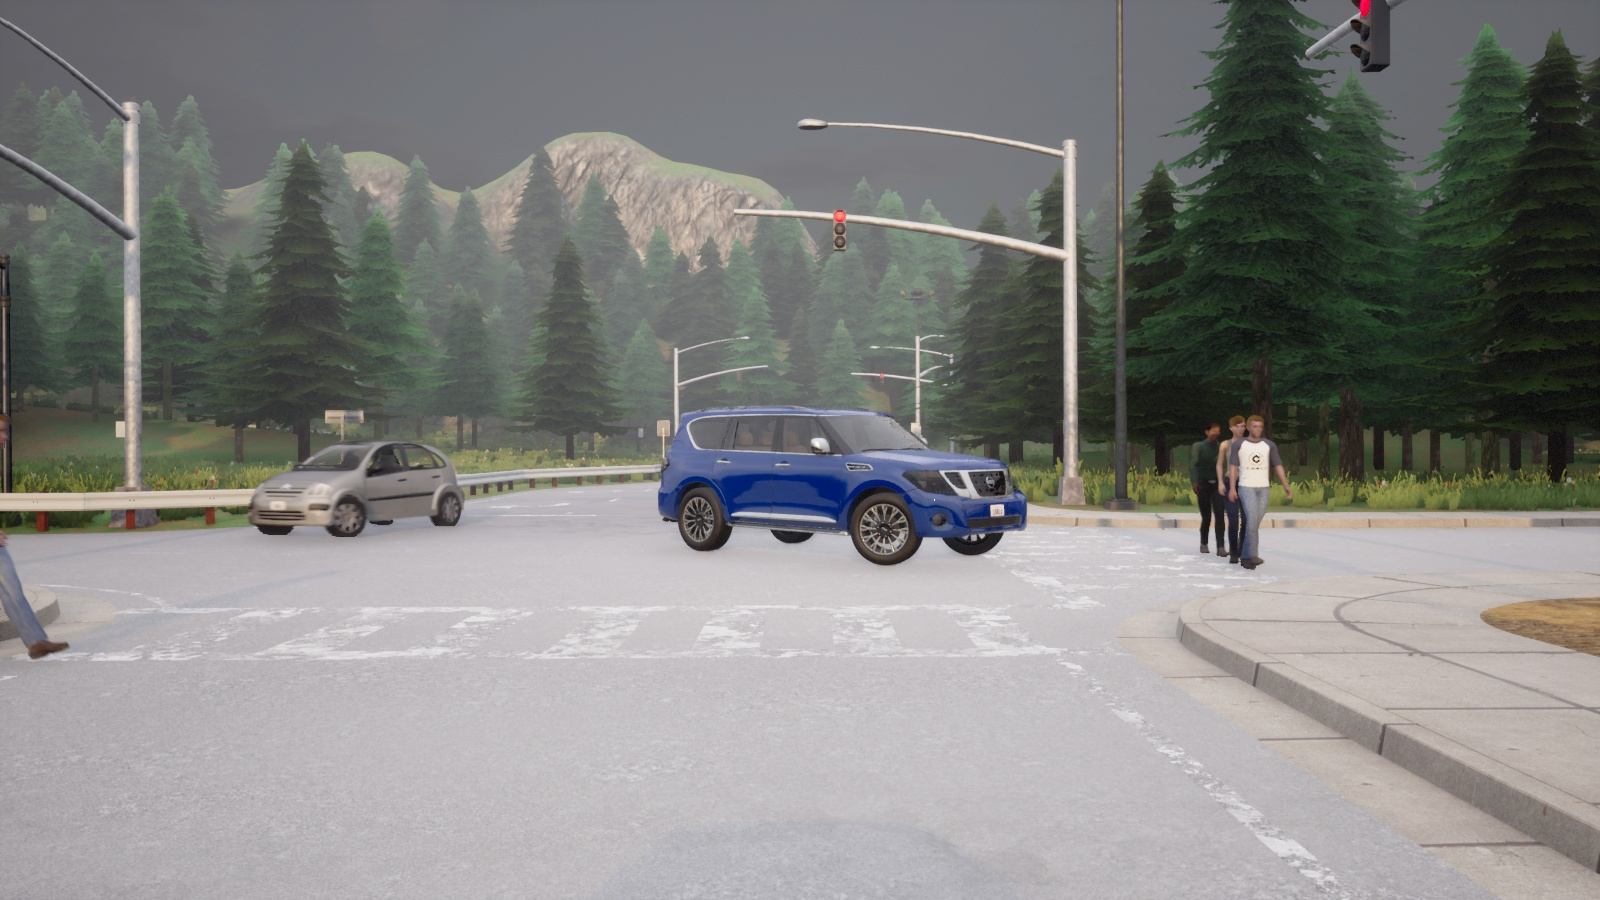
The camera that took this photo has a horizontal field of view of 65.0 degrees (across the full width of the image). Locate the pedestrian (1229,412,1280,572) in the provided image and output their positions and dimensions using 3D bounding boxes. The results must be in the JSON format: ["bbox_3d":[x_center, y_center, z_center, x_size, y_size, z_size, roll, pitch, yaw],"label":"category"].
[{"bbox_3d":[5.320,0.481,14.714,0.354,1.836,0.706,0,0,1],"label":"pedestrian"}]

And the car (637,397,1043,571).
[{"bbox_3d":[0.378,0.397,17.443,5.566,2.045,2.150,0,0,42],"label":"car"}]

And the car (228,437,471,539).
[{"bbox_3d":[-7.798,0.583,22.154,1.851,1.617,3.988,0,0,22],"label":"car"}]

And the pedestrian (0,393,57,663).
[{"bbox_3d":[-5.606,0.531,8.695,0.706,1.836,0.354,0,0,-6],"label":"pedestrian"}]

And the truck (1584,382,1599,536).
[{"bbox_3d":[15.398,0.143,19.160,5.204,2.467,2.627,0,0,1],"label":"truck"}]

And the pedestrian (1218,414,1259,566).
[{"bbox_3d":[5.395,0.478,15.452,0.345,1.836,0.594,0,0,6],"label":"pedestrian"}]

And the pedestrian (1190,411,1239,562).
[{"bbox_3d":[5.501,0.472,16.684,0.423,1.949,0.788,0,0,3],"label":"pedestrian"}]
